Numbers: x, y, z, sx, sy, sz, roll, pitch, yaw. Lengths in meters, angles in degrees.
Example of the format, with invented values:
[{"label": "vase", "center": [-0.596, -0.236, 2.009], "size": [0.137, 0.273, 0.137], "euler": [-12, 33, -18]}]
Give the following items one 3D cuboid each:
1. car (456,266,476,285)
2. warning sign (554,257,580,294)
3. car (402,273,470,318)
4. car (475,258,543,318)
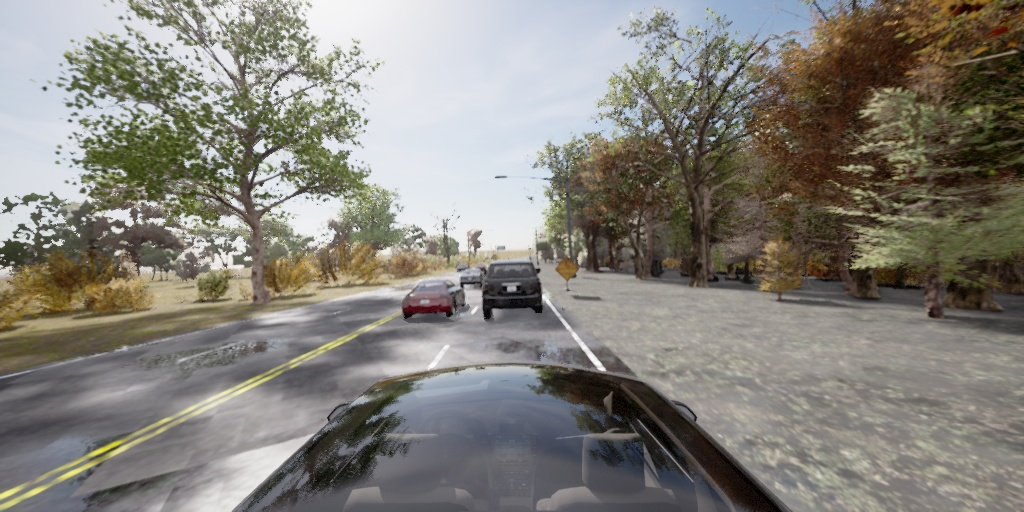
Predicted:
[{"label": "car", "center": [-3.132, 1.770, 29.366], "size": [2.033, 1.411, 5.357], "euler": [-3, 0, 1]}, {"label": "warning sign", "center": [2.900, 0.960, 18.691], "size": [1.300, 1.860, 1.060], "euler": [0, 0, 0]}, {"label": "car", "center": [-3.212, 1.681, 15.319], "size": [1.994, 1.385, 4.181], "euler": [-3, 0, 1]}, {"label": "car", "center": [0.026, 1.117, 14.433], "size": [2.150, 2.045, 5.566], "euler": [-2, 1, 1]}]
